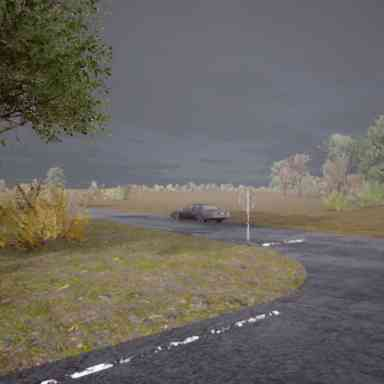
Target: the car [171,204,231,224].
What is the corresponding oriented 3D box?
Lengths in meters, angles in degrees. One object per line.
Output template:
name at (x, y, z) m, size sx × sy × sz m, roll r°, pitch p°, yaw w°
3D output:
car at (0.553, 1.578, 25.191) m, size 2.033 × 1.411 × 5.357 m, roll 1°, pitch 0°, yaw -38°
